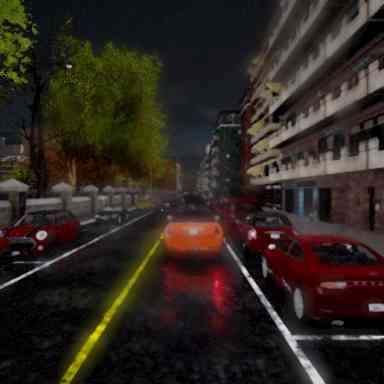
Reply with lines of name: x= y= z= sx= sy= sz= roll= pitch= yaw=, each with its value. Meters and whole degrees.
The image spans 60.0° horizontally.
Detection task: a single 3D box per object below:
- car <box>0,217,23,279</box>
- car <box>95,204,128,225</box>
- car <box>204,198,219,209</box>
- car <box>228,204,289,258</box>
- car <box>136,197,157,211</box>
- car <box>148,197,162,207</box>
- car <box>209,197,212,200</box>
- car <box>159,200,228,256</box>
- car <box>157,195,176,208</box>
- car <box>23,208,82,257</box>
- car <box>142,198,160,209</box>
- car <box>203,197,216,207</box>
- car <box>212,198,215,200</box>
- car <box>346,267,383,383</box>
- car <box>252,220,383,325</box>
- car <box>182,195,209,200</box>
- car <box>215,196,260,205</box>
car: x=-5.694 y=1.440 z=7.068 sx=1.967 sy=1.590 sz=4.097 roll=0 pitch=0 yaw=0
car: x=-5.700 y=1.552 z=23.958 sx=2.008 sy=1.369 sz=4.403 roll=0 pitch=0 yaw=0
car: x=2.671 y=1.578 z=46.483 sx=1.947 sy=1.339 sz=4.313 roll=0 pitch=0 yaw=0
car: x=2.684 y=1.440 z=12.701 sx=1.967 sy=1.590 sz=4.097 roll=0 pitch=0 yaw=0
car: x=-5.707 y=1.533 z=40.679 sx=1.752 sy=1.417 sz=4.829 roll=0 pitch=0 yaw=0
car: x=-5.712 y=1.542 z=51.940 sx=1.752 sy=1.417 sz=4.829 roll=0 pitch=0 yaw=0
car: x=2.673 y=1.448 z=40.852 sx=1.967 sy=1.590 sz=4.097 roll=0 pitch=0 yaw=0
car: x=0.060 y=1.353 z=13.193 sx=2.097 sy=1.767 sz=4.553 roll=0 pitch=0 yaw=0
car: x=-3.110 y=1.503 z=45.063 sx=2.128 sy=1.511 sz=4.902 roll=0 pitch=0 yaw=0
car: x=-5.697 y=1.440 z=12.696 sx=1.967 sy=1.590 sz=4.097 roll=0 pitch=0 yaw=0
car: x=-5.709 y=1.563 z=46.479 sx=2.008 sy=1.369 sz=4.403 roll=0 pitch=0 yaw=0
car: x=2.668 y=1.542 z=52.284 sx=1.752 sy=1.417 sz=4.829 roll=0 pitch=0 yaw=0
car: x=2.680 y=1.442 z=23.962 sx=1.967 sy=1.590 sz=4.097 roll=0 pitch=0 yaw=0
car: x=2.689 y=1.545 z=1.441 sx=1.887 sy=1.381 sz=4.507 roll=0 pitch=0 yaw=0
car: x=2.686 y=1.545 z=7.072 sx=1.887 sy=1.381 sz=4.507 roll=0 pitch=0 yaw=0
car: x=0.056 y=1.226 z=28.114 sx=2.150 sy=2.045 sz=5.566 roll=0 pitch=0 yaw=0
car: x=2.681 y=1.316 z=18.331 sx=2.192 sy=1.841 sz=5.009 roll=0 pitch=0 yaw=0
